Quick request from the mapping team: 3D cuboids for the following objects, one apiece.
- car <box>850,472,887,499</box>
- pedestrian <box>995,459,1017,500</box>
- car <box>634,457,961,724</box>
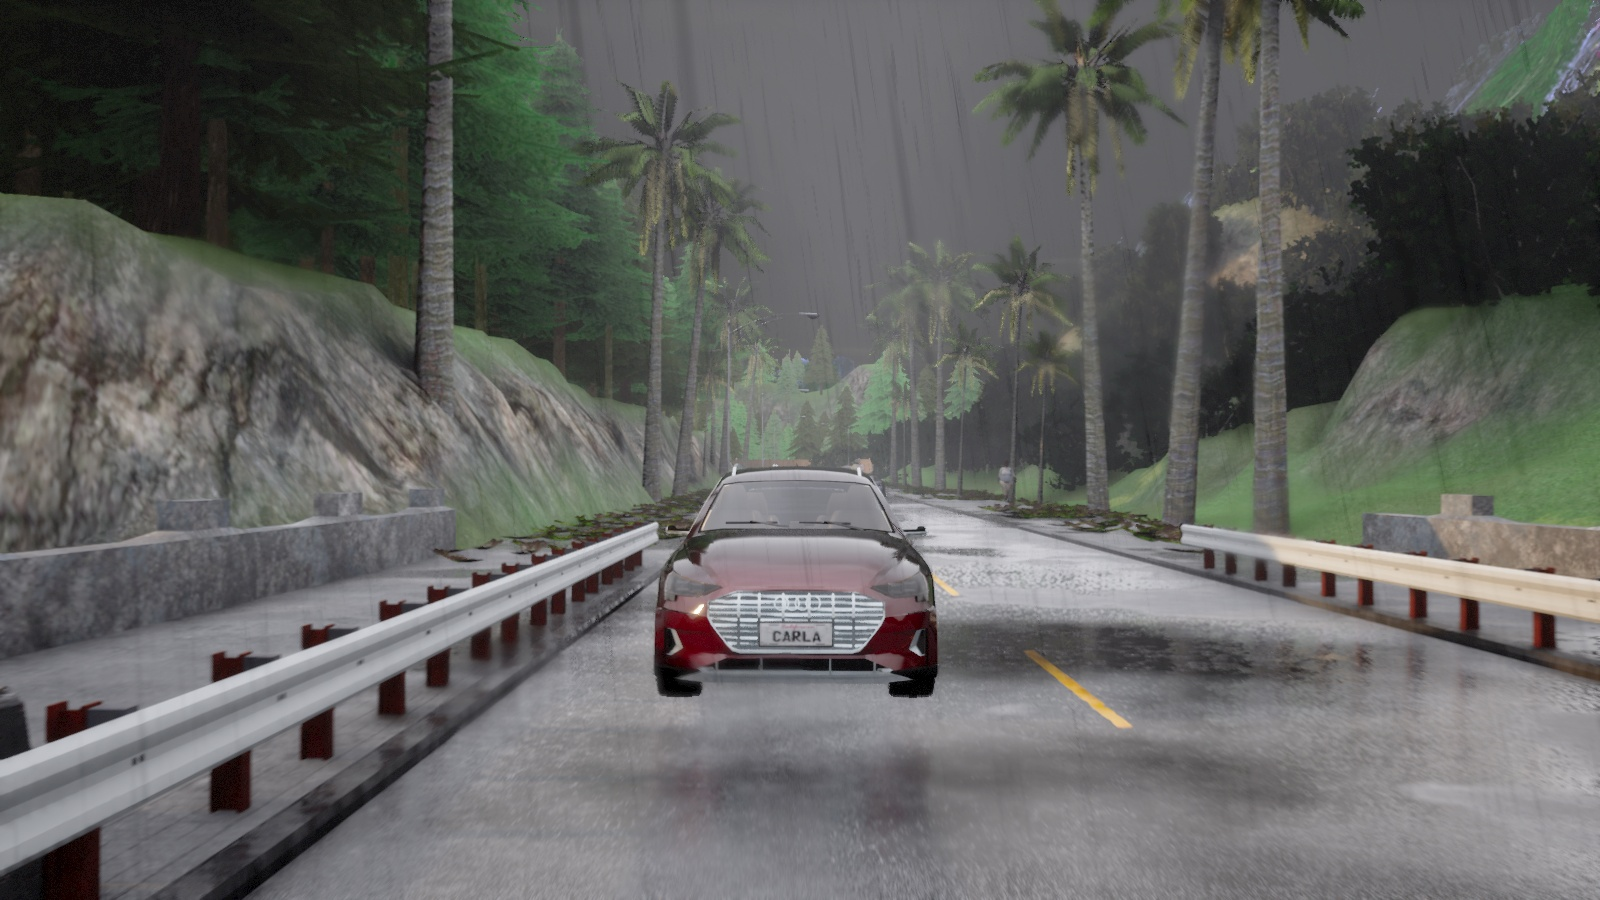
[{"bbox_3d":[3.847,2.004,71.151,1.816,1.474,4.193,0,-1,0],"label":"car"},{"bbox_3d":[9.339,1.323,56.984,0.874,1.855,0.900,0,-1,1],"label":"pedestrian"},{"bbox_3d":[-0.022,0.917,10.252,2.033,1.649,4.856,0,-1,0],"label":"car"}]
